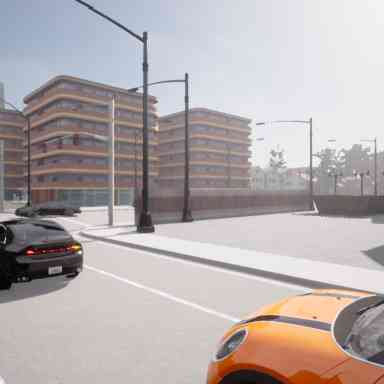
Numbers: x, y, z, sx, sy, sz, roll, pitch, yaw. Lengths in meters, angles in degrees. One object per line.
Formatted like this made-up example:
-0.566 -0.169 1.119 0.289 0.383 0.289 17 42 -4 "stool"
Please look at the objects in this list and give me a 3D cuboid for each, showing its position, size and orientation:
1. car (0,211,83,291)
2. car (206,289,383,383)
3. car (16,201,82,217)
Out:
-4.717 1.505 9.221 1.837 1.490 4.892 0 0 -43 "car"
2.278 1.352 2.333 4.553 1.767 2.097 0 0 40 "car"
-12.538 1.540 29.291 5.357 1.411 2.033 0 0 -40 "car"
